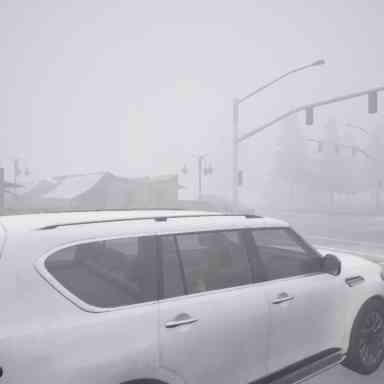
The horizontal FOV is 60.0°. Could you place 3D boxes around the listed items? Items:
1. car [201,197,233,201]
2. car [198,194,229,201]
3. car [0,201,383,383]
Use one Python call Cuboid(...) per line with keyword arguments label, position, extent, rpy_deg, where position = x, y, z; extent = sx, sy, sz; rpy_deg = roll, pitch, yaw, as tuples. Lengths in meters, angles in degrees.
Cuboid(label="car", position=(3.202, 1.478, 28.438), extent=(1.882, 1.535, 5.008), rpy_deg=(0, 0, -35))
Cuboid(label="car", position=(2.801, 1.217, 34.888), extent=(2.150, 2.045, 5.566), rpy_deg=(0, 1, -37))
Cuboid(label="car", position=(0.183, 1.221, 3.944), extent=(5.566, 2.045, 2.150), rpy_deg=(0, 0, -35))
